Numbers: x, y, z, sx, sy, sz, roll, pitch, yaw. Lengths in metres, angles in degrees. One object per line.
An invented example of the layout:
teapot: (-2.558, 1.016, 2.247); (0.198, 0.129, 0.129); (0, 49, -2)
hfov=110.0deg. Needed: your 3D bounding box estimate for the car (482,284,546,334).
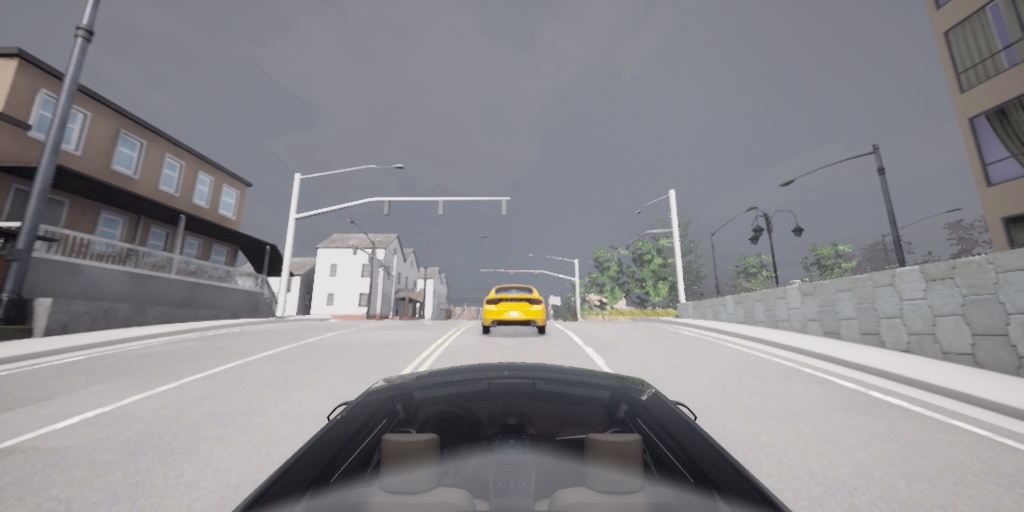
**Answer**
car: (0.068, 1.748, 12.326); (1.882, 1.535, 5.008); (0, -7, 0)
